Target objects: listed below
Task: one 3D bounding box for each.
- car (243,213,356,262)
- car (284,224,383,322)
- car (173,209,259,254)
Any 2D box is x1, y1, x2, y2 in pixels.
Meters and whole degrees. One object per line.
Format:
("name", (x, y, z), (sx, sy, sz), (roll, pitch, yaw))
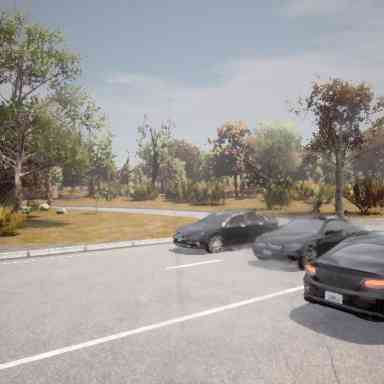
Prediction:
("car", (4.116, 1.526, 11.147), (4.674, 1.442, 1.812), (0, 0, -35))
("car", (4.137, 1.526, 6.697), (4.674, 1.442, 1.812), (0, 0, -36))
("car", (1.530, 1.504, 13.623), (4.892, 1.490, 1.837), (0, 0, -35))
